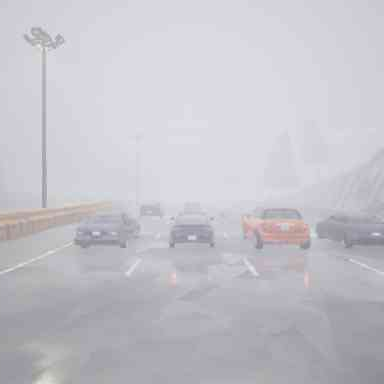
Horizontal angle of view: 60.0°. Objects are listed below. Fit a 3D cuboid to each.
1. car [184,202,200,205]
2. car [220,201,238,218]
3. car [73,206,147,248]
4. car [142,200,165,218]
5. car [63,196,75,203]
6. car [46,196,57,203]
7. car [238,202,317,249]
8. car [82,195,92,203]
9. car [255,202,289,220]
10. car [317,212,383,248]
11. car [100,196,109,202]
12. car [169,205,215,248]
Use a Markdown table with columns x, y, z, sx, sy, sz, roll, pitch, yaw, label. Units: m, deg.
| x | y | z | sx | sy | sz | roll | pitch | yaw | label |
| --- | --- | --- | --- | --- | --- | --- | --- | --- | --- |
| 0.023 | 1.561 | 29.639 | 2.033 | 1.411 | 5.357 | 0 | 0 | 0 | car |
| 3.523 | 1.530 | 29.635 | 1.812 | 1.442 | 4.674 | 0 | 0 | 0 | car |
| -3.495 | 1.560 | 14.643 | 2.033 | 1.411 | 5.357 | 0 | 0 | 0 | car |
| -3.477 | 1.482 | 29.643 | 1.882 | 1.535 | 5.008 | 0 | 0 | 0 | car |
| -25.236 | 1.502 | 68.377 | 2.128 | 1.511 | 4.902 | 0 | 0 | -13 | car |
| -28.616 | 1.519 | 67.470 | 2.033 | 1.411 | 5.357 | 0 | 0 | -13 | car |
| 3.505 | 1.363 | 14.605 | 2.097 | 1.767 | 4.553 | 0 | 0 | 0 | car |
| -21.855 | 1.453 | 69.283 | 1.882 | 1.535 | 5.008 | 0 | 0 | -13 | car |
| 7.023 | 1.614 | 29.660 | 1.895 | 1.301 | 4.718 | 0 | 0 | 0 | car |
| 7.005 | 1.570 | 14.630 | 1.994 | 1.385 | 4.181 | 0 | 0 | 0 | car |
| -18.475 | 1.512 | 70.189 | 2.033 | 1.411 | 5.357 | 0 | 0 | -13 | car |
| 0.005 | 1.530 | 14.639 | 1.812 | 1.442 | 4.674 | 0 | 0 | 0 | car |
